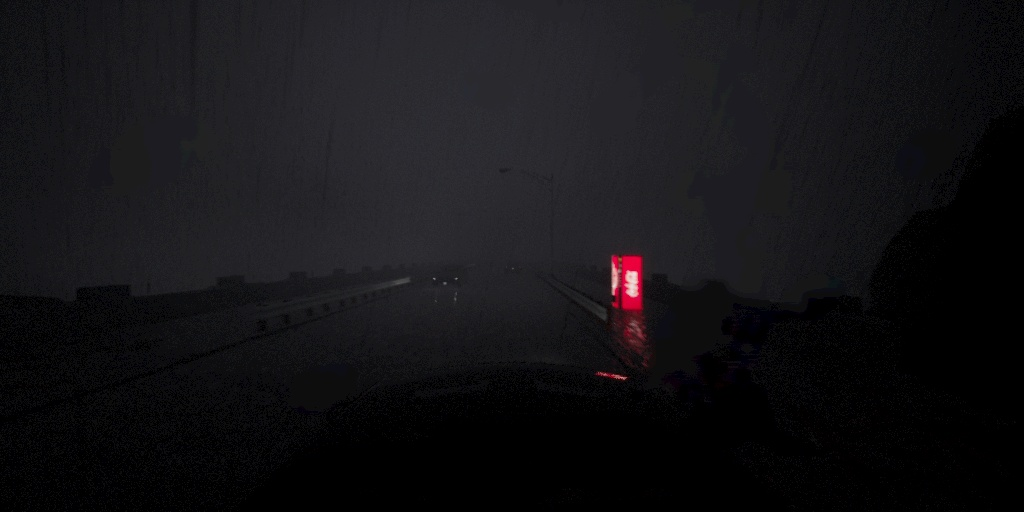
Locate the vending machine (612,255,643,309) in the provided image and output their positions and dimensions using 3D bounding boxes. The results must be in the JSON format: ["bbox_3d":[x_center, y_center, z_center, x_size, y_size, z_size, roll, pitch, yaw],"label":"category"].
[{"bbox_3d":[4.299,0.943,13.408,1.100,2.100,0.880,0,0,0],"label":"vending machine"}]

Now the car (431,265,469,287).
[{"bbox_3d":[-4.098,1.291,24.576,2.033,1.411,5.357,0,0,0],"label":"car"}]

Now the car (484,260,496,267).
[{"bbox_3d":[-4.010,1.328,64.905,1.895,1.301,4.718,0,0,0],"label":"car"}]

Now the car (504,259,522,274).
[{"bbox_3d":[0.097,1.304,40.172,1.994,1.385,4.181,0,0,0],"label":"car"}]
